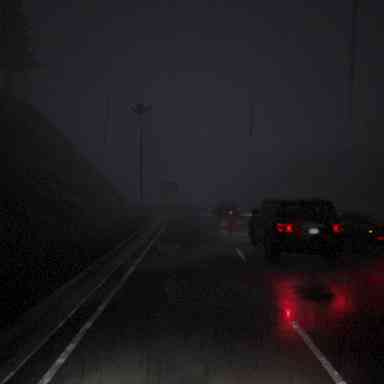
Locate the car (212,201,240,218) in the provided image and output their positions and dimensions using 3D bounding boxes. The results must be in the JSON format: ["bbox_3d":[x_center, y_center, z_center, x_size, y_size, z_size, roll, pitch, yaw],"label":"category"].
[{"bbox_3d":[2.977,1.501,29.446,1.812,1.442,4.674,0,0,-5],"label":"car"}]

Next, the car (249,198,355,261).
[{"bbox_3d":[3.560,1.213,12.347,2.150,2.045,5.566,0,0,0],"label":"car"}]

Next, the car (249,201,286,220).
[{"bbox_3d":[6.508,1.539,29.015,1.994,1.385,4.181,0,0,-5],"label":"car"}]

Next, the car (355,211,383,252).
[{"bbox_3d":[7.063,1.514,13.759,1.812,1.442,4.674,0,0,0],"label":"car"}]

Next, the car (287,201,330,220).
[{"bbox_3d":[10.022,1.539,29.010,1.994,1.385,4.181,0,0,-5],"label":"car"}]

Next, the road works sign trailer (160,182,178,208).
[{"bbox_3d":[-3.405,0.424,47.552,2.380,3.560,2.880,0,0,-16],"label":"road works sign trailer"}]
